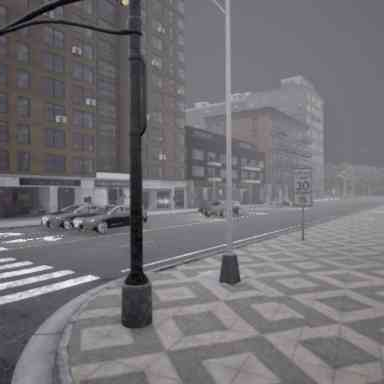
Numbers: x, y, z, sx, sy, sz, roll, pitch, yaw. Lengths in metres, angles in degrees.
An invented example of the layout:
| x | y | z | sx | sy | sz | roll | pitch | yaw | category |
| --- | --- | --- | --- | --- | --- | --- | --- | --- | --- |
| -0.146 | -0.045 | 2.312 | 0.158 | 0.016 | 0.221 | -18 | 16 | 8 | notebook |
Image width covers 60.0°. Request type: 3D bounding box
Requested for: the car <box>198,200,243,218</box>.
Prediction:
| x | y | z | sx | sy | sz | roll | pitch | yaw | category |
| --- | --- | --- | --- | --- | --- | --- | --- | --- | --- |
| 2.849 | 1.471 | 29.773 | 1.837 | 1.490 | 4.892 | -1 | 0 | 36 | car |

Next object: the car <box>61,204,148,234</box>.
| x | y | z | sx | sy | sz | roll | pitch | yaw | category |
| --- | --- | --- | --- | --- | --- | --- | --- | --- | --- |
| -4.652 | 1.485 | 19.391 | 2.128 | 1.511 | 4.902 | -1 | 0 | 34 | car |

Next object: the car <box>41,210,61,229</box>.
| x | y | z | sx | sy | sz | roll | pitch | yaw | category |
| --- | --- | --- | --- | --- | --- | --- | --- | --- | --- |
| -7.187 | 1.514 | 21.414 | 2.128 | 1.511 | 4.902 | -1 | 0 | 36 | car |

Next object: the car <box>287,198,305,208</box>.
| x | y | z | sx | sy | sz | roll | pitch | yaw | category |
| --- | --- | --- | --- | --- | --- | --- | --- | --- | --- |
| 15.478 | 1.458 | 47.125 | 1.812 | 1.442 | 4.674 | -1 | 0 | 36 | car |

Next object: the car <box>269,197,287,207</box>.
| x | y | z | sx | sy | sz | roll | pitch | yaw | category |
| --- | --- | --- | --- | --- | --- | --- | --- | --- | --- |
| 13.089 | 1.464 | 49.362 | 2.128 | 1.511 | 4.902 | -1 | 0 | 36 | car |

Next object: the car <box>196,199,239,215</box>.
| x | y | z | sx | sy | sz | roll | pitch | yaw | category |
| --- | --- | --- | --- | --- | --- | --- | --- | --- | --- |
| 2.817 | 1.535 | 35.283 | 2.033 | 1.411 | 5.357 | -1 | 0 | 36 | car |
